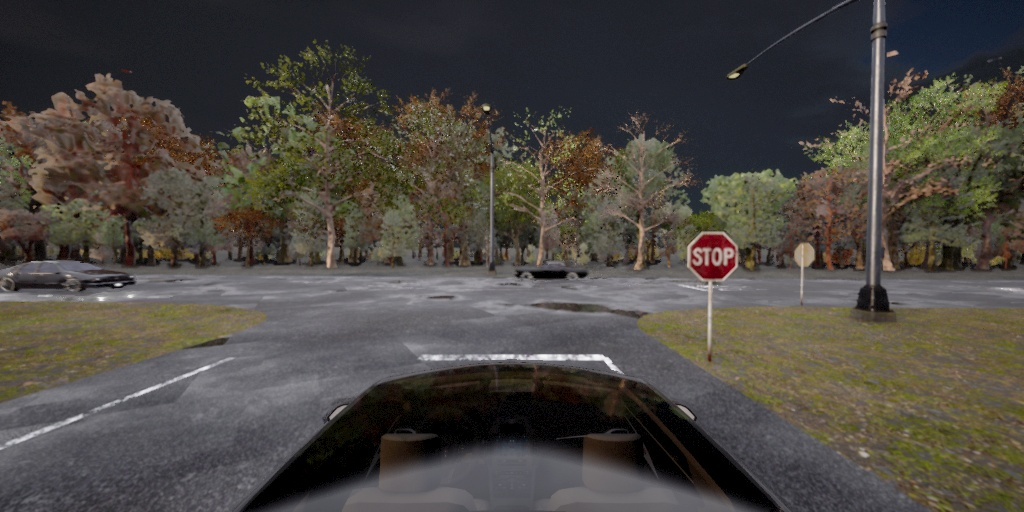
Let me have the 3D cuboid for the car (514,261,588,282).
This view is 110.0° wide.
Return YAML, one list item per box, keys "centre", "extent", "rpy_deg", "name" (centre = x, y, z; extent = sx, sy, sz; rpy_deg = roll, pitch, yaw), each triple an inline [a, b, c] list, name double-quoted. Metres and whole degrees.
- centre: [2.465, 1.012, 23.439]
  extent: [4.718, 1.301, 1.895]
  rpy_deg: [0, 1, 0]
  name: "car"

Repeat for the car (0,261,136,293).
- centre: [-20.927, 0.924, 16.687]
  extent: [5.357, 1.411, 2.033]
  rpy_deg: [0, 1, 1]
  name: "car"
